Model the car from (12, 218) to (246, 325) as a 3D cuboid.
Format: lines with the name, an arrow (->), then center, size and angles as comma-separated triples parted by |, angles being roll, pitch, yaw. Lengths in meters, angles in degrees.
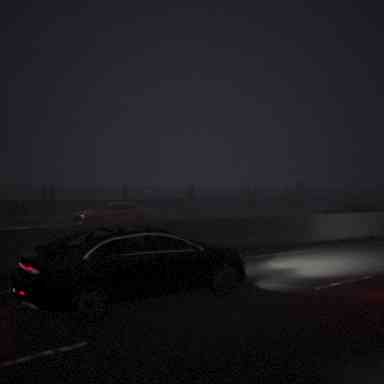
car -> -1.023, 1.470, 7.051 | 4.902, 1.511, 2.128 | 0, 0, -33

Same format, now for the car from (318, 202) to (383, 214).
car -> 12.392, 1.501, 25.813 | 5.357, 1.411, 2.033 | 0, 0, -21

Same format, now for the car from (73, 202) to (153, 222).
car -> -4.949, 1.412, 21.267 | 5.008, 1.535, 1.882 | 0, 0, -30
